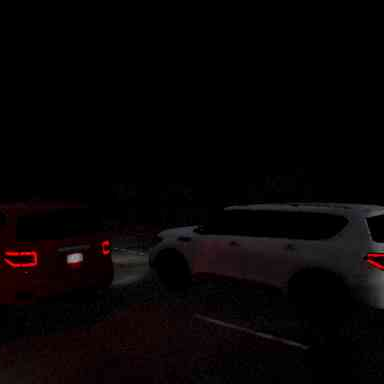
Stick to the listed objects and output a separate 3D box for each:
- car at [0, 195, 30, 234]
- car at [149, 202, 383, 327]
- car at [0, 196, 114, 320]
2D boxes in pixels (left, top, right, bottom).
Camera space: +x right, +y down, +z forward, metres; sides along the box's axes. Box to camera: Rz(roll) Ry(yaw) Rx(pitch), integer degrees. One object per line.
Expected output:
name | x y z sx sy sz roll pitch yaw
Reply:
car | -11.864 1.240 20.507 2.150 2.045 5.566 0 0 -39
car | 1.557 1.241 7.362 5.566 2.045 2.150 0 0 38
car | -4.040 1.230 7.495 5.566 2.045 2.150 0 0 41
